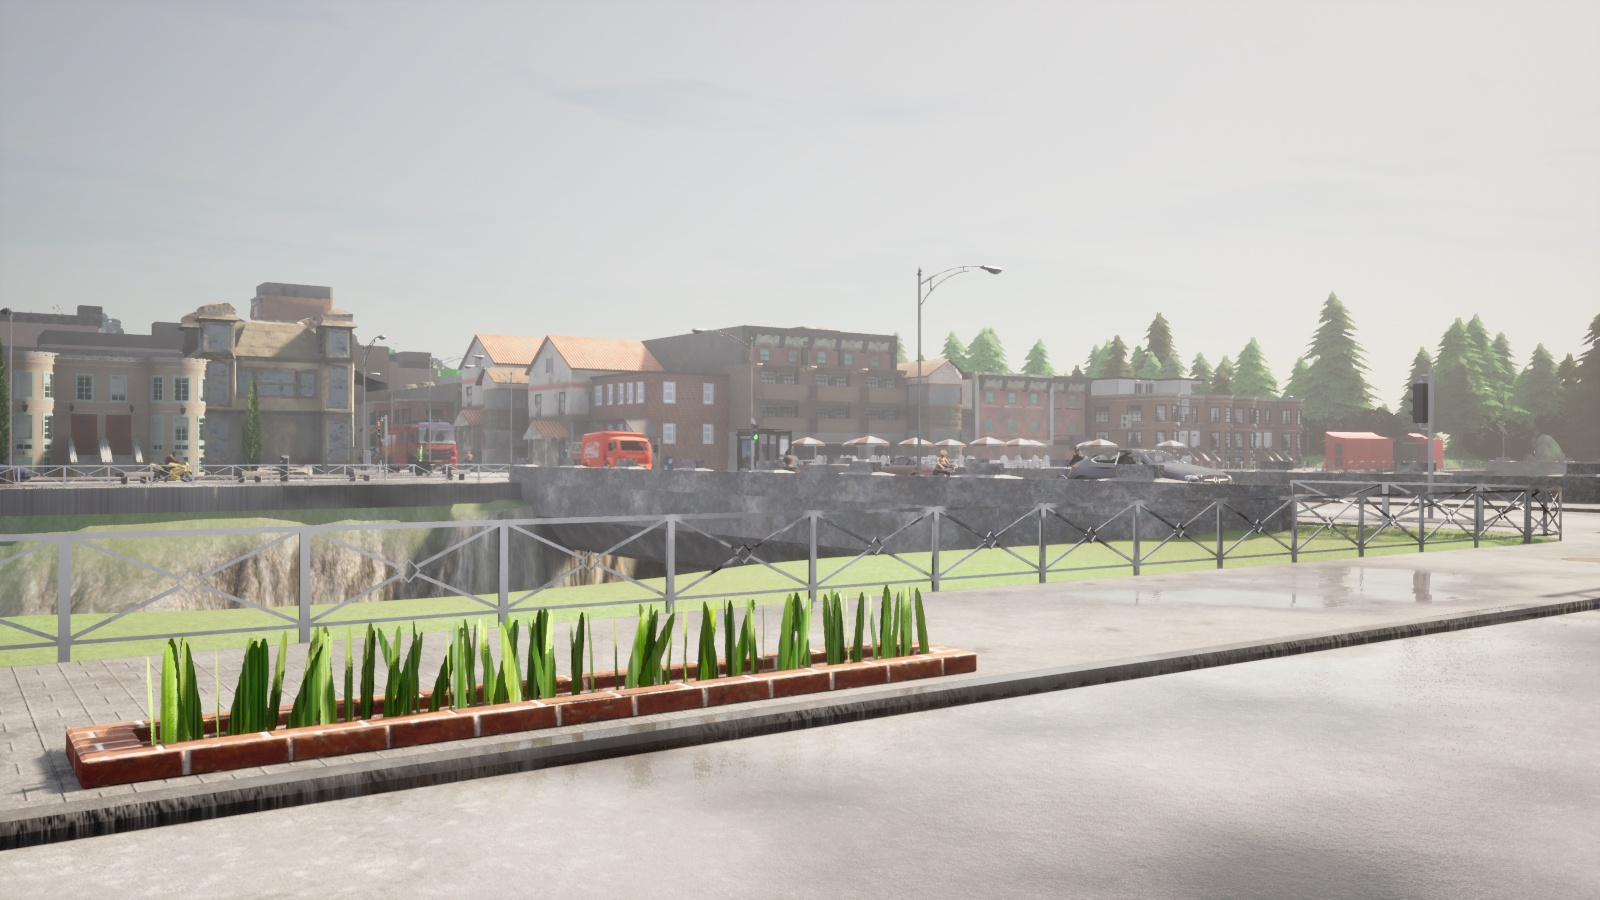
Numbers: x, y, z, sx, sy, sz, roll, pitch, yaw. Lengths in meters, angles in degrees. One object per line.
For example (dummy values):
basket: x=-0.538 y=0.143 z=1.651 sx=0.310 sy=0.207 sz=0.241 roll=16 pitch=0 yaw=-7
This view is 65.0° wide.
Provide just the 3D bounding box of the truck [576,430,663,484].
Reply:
truck: x=-8.963 y=0.396 z=61.897 sx=2.627 sy=2.467 sz=5.204 roll=2 pitch=-2 yaw=-28

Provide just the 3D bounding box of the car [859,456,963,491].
car: x=4.504 y=0.925 z=51.384 sx=1.994 sy=1.385 sz=4.181 roll=0 pitch=0 yaw=-35

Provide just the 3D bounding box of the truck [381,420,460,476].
truck: x=-27.254 y=-0.142 z=89.950 sx=2.891 sy=3.827 sz=8.468 roll=0 pitch=0 yaw=-35

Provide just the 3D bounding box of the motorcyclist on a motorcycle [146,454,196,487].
motorcyclist on a motorcycle: x=-29.513 y=0.934 z=58.929 sx=2.044 sy=1.523 sz=0.797 roll=0 pitch=0 yaw=-35

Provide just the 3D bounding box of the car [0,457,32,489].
car: x=-36.323 y=1.002 z=54.185 sx=5.357 sy=1.411 sz=2.033 roll=0 pitch=0 yaw=-35

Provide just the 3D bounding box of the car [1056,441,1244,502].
car: x=10.046 y=0.591 z=36.433 sx=2.152 sy=1.651 sz=5.027 roll=0 pitch=0 yaw=-35
